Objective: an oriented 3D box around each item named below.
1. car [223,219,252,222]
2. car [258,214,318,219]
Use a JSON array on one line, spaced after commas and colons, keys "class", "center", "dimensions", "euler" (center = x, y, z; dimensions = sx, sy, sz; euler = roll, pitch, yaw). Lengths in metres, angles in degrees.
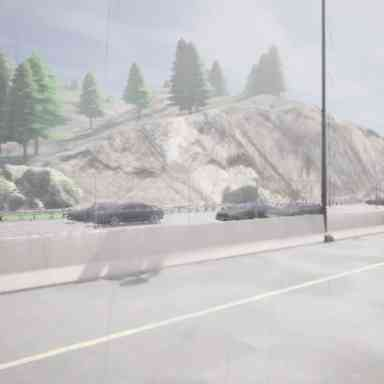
[{"class": "car", "center": [4.216, 1.458, 24.188], "dimensions": [5.357, 1.411, 2.033], "euler": [0, 0, -35]}, {"class": "car", "center": [6.783, 1.399, 21.716], "dimensions": [4.902, 1.511, 2.128], "euler": [0, 0, -35]}]
